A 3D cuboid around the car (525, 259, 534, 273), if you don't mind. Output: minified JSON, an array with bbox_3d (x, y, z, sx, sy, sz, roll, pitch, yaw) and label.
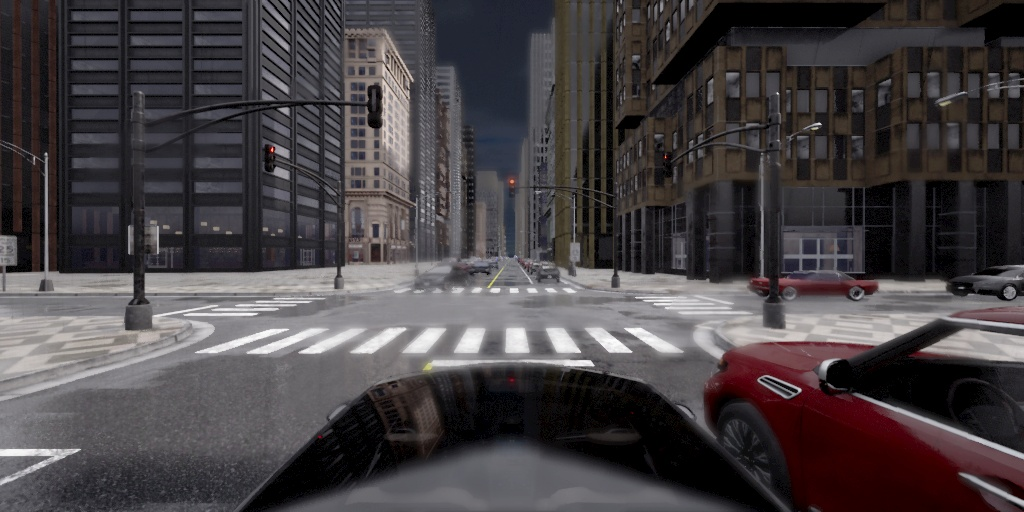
[{"bbox_3d":[2.782,1.304,39.456,2.007,1.370,4.403,0,0,0],"label":"car"}]

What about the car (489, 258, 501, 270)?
[{"bbox_3d":[-3.049,1.322,53.665,1.994,1.385,4.181,0,0,0],"label":"car"}]

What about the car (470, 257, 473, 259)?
[{"bbox_3d":[-5.743,1.193,39.452,1.967,1.591,4.097,0,0,0],"label":"car"}]

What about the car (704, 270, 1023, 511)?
[{"bbox_3d":[2.762,1.065,1.202,2.192,1.841,5.009,0,0,0],"label":"car"}]

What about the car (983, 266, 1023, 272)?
[{"bbox_3d":[22.961,1.197,16.388,4.892,1.490,1.837,0,0,0],"label":"car"}]

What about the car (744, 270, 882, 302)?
[{"bbox_3d":[13.527,1.314,16.346,4.718,1.301,1.895,0,0,0],"label":"car"}]

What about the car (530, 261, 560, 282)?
[{"bbox_3d":[2.776,1.301,28.175,2.007,1.370,4.403,0,0,0],"label":"car"}]

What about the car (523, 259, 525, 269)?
[{"bbox_3d":[2.785,1.300,45.097,1.888,1.381,4.507,0,0,0],"label":"car"}]

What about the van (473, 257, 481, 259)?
[{"bbox_3d":[-5.735,1.099,56.373,1.690,1.789,3.998,0,0,0],"label":"van"}]

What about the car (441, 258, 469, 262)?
[{"bbox_3d":[-5.746,1.067,33.810,2.192,1.841,5.009,0,0,0],"label":"car"}]

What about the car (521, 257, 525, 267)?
[{"bbox_3d":[2.790,1.198,56.378,1.967,1.591,4.097,0,0,0],"label":"car"}]

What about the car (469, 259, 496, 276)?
[{"bbox_3d":[-3.082,1.300,36.959,2.033,1.411,5.357,0,0,0],"label":"car"}]

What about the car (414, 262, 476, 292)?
[{"bbox_3d":[-4.034,1.276,21.659,1.812,1.442,4.674,0,0,15],"label":"car"}]
